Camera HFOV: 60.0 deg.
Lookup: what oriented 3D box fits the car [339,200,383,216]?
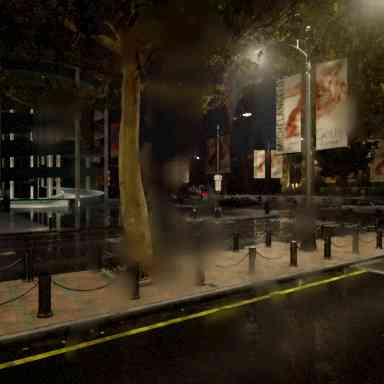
[{"bbox_3d":[17.363,1.601,32.728,1.895,1.301,4.718,0,0,-35],"label":"car"}]

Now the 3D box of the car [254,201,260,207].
[{"bbox_3d":[8.187,1.547,51.944,2.033,1.411,5.357,0,0,-35],"label":"car"}]

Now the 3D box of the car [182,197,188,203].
[{"bbox_3d":[-2.875,1.493,66.944,2.128,1.511,4.902,0,0,-41],"label":"car"}]

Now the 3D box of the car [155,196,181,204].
[{"bbox_3d":[-5.039,1.547,64.077,2.033,1.411,5.357,0,0,-42],"label":"car"}]

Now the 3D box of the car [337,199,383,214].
[{"bbox_3d":[19.001,1.547,36.493,2.033,1.411,5.357,0,0,-35],"label":"car"}]

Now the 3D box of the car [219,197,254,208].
[{"bbox_3d":[6.120,1.547,48.793,2.033,1.411,5.357,0,0,-35],"label":"car"}]
